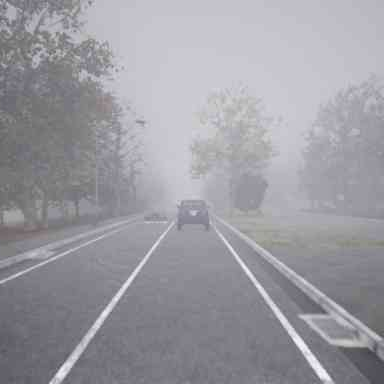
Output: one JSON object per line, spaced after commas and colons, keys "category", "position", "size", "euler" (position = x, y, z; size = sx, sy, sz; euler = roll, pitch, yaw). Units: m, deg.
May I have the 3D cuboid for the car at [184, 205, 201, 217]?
{"category": "car", "position": [0.101, 2.371, 42.779], "size": [2.033, 1.411, 5.357], "euler": [0, -2, 0]}

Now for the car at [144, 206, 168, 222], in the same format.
{"category": "car", "position": [-3.345, 2.080, 31.962], "size": [1.994, 1.385, 4.181], "euler": [0, -2, 0]}

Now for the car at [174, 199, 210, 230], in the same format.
{"category": "car", "position": [0.100, 1.530, 23.749], "size": [2.150, 2.045, 5.566], "euler": [0, -1, 0]}
